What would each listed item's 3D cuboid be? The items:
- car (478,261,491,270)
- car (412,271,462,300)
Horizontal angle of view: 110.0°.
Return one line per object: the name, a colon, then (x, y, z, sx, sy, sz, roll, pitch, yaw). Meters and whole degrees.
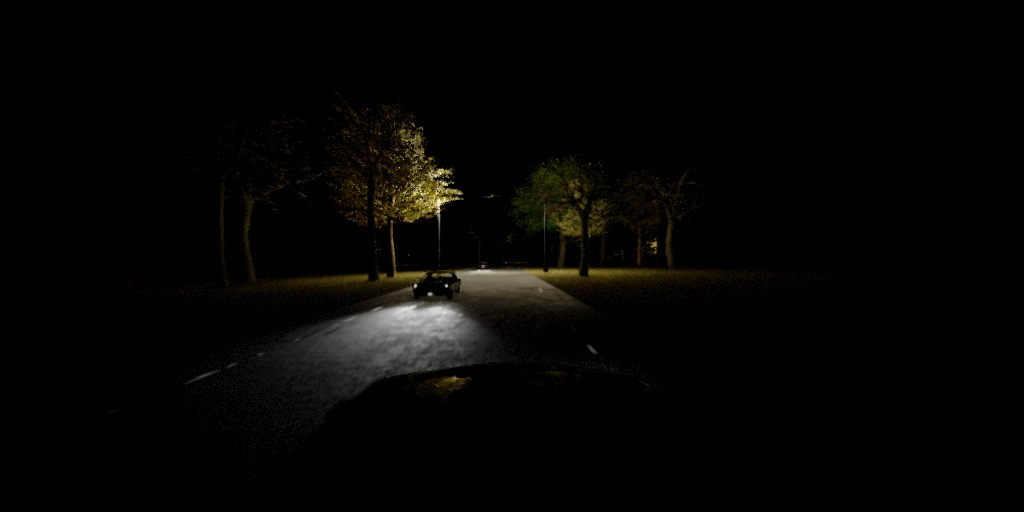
car: (-4.712, 1.589, 61.457, 2.128, 1.511, 4.902, 0, 0, 0)
car: (-3.791, 1.469, 18.723, 1.895, 1.301, 4.718, 0, 0, -1)
